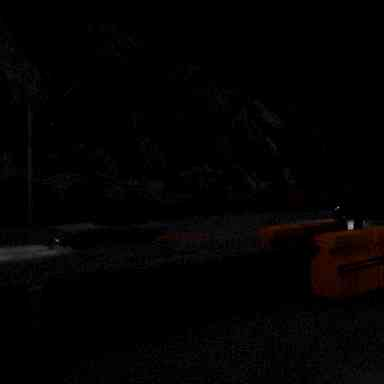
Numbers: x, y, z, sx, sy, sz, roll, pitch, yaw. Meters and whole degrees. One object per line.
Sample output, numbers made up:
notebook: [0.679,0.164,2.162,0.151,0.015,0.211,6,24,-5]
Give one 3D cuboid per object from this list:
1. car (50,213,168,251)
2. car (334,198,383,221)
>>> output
car: [-3.500,1.607,14.388,4.718,1.301,1.895,0,0,-35]
car: [13.281,1.304,26.338,4.553,1.767,2.097,0,0,-35]
